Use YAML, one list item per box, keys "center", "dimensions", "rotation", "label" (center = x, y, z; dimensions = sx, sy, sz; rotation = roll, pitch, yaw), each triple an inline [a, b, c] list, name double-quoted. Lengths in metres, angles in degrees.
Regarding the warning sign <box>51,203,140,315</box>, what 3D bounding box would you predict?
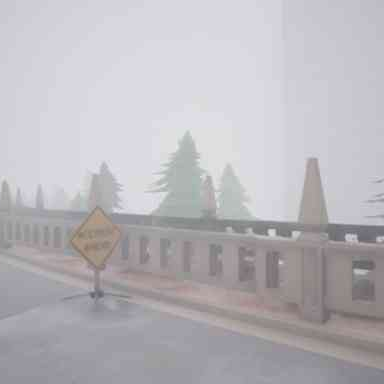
- center: [-1.861, 1.171, 6.504]
  dimensions: [1.060, 1.860, 1.300]
  rotation: [-1, 0, 38]
  label: "warning sign"
